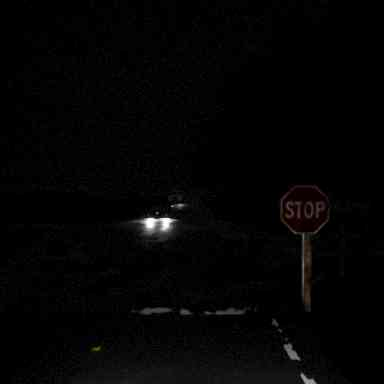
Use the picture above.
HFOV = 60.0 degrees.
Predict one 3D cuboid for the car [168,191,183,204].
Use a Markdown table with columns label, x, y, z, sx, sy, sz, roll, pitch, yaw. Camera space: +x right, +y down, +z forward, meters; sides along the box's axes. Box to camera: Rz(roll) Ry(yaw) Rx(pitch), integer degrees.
| label | x | y | z | sx | sy | sz | roll | pitch | yaw |
| --- | --- | --- | --- | --- | --- | --- | --- | --- | --- |
| car | -2.630 | 0.842 | 53.560 | 2.150 | 2.045 | 5.566 | 0 | 1 | 0 |

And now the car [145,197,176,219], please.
| label | x | y | z | sx | sy | sz | roll | pitch | yaw |
| --- | --- | --- | --- | --- | --- | --- | --- | --- | --- |
| car | -2.688 | 1.423 | 27.798 | 1.994 | 1.385 | 4.181 | 0 | 1 | 0 |
